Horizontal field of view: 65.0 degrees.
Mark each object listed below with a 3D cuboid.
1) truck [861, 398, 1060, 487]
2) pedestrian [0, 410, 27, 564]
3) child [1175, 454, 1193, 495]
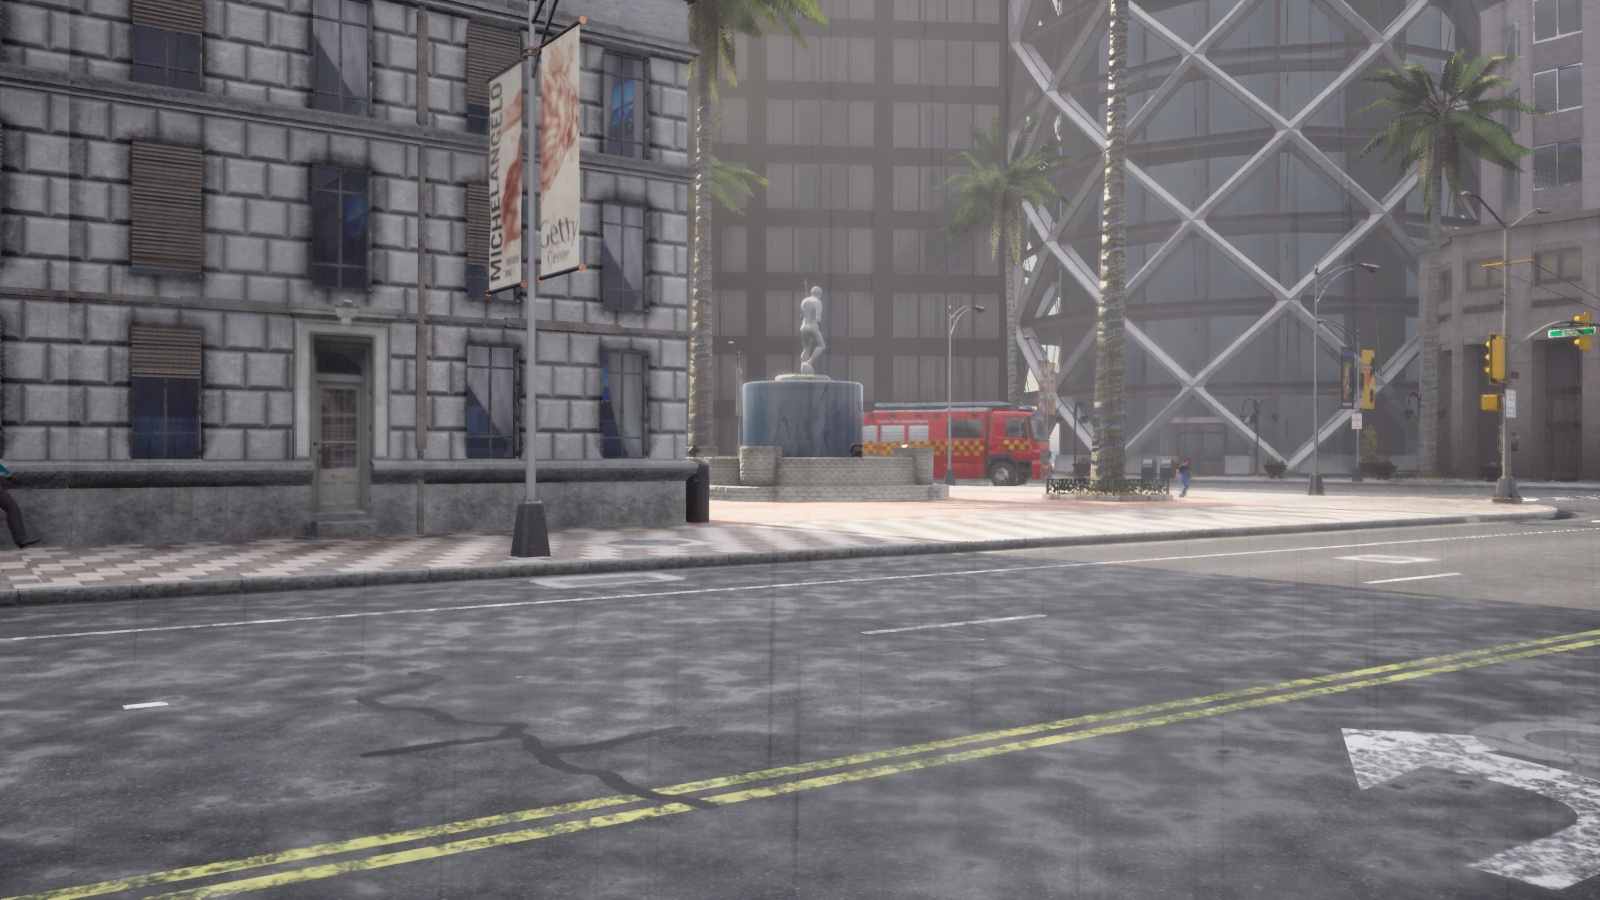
[{"bbox_3d":[7.240,-0.296,56.765,8.468,3.827,2.891,0,0,22],"label":"truck"},{"bbox_3d":[-10.168,0.462,15.851,0.692,1.930,0.396,0,0,-30],"label":"pedestrian"},{"bbox_3d":[11.750,0.751,38.440,0.270,1.263,0.437,0,0,-35],"label":"child"}]
